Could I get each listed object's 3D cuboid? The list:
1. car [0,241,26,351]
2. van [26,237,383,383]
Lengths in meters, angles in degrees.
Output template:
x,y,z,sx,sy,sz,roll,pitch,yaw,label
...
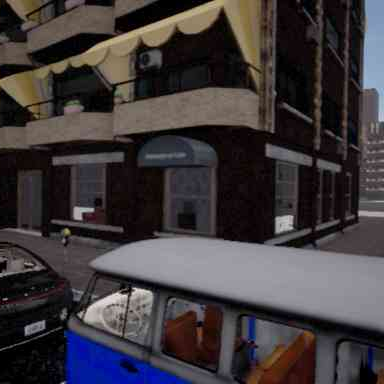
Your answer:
x,y,z,sx,sy,sz,roll,pitch,yaw,label
-3.808,1.513,5.580,4.403,1.369,2.008,0,1,36,car
0.751,1.337,2.322,3.998,1.788,1.690,0,1,36,van
